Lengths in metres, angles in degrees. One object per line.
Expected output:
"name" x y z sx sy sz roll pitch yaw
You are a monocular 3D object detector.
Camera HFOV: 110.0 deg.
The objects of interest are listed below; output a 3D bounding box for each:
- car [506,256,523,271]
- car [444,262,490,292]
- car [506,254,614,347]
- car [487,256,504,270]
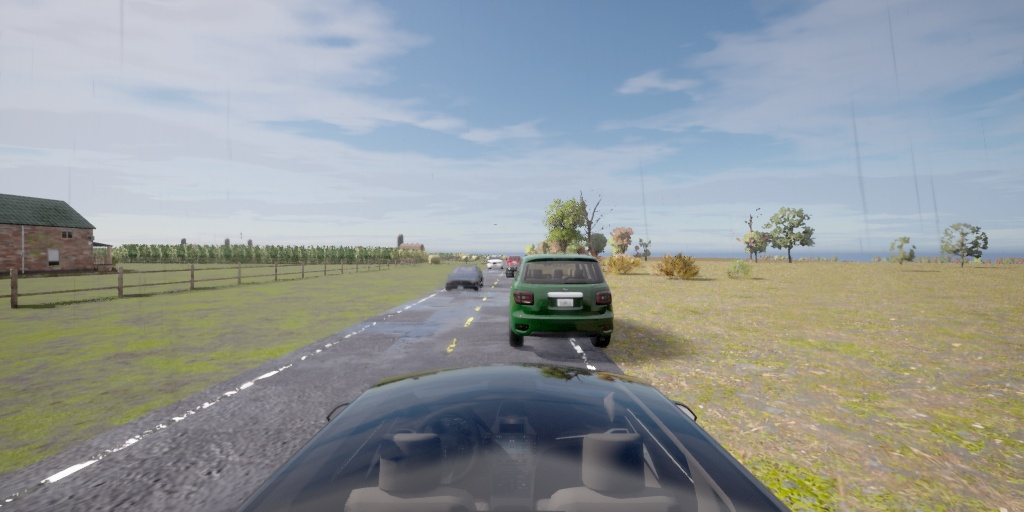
"car" 0.373 0.963 48.796 2.150 2.045 5.566 0 0 1
"car" -2.702 1.294 21.604 2.033 1.411 5.357 0 0 0
"car" 1.025 0.973 9.442 2.150 2.045 5.566 0 0 0
"car" -2.388 0.962 52.134 2.150 2.045 5.566 0 0 0
